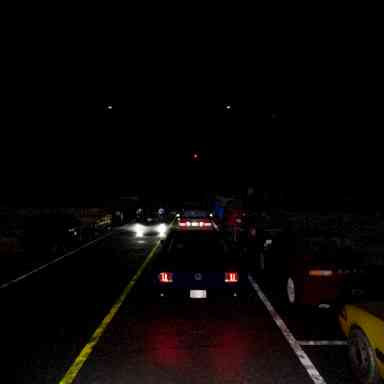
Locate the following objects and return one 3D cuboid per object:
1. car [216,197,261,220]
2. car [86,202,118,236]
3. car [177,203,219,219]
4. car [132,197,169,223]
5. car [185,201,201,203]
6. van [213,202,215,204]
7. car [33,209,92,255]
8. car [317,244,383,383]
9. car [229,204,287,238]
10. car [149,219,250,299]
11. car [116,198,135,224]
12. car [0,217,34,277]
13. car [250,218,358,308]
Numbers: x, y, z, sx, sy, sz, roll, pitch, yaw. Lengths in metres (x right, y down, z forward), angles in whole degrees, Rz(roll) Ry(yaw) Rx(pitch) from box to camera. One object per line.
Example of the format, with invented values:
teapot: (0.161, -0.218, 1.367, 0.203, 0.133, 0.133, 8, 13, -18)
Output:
car: (2.806, 1.316, 18.665, 2.192, 1.841, 5.009, 0, 0, 0)
car: (-5.720, 1.527, 18.516, 1.752, 1.417, 4.829, 0, 0, 0)
car: (0.141, 1.549, 17.972, 2.033, 1.411, 5.357, 0, 0, 0)
car: (-2.954, 1.354, 25.475, 2.097, 1.767, 4.553, 0, 0, 1)
car: (0.065, 1.481, 27.799, 1.882, 1.535, 5.008, 0, 0, 0)
van: (2.833, 1.345, 29.540, 1.690, 1.788, 3.998, 0, 0, 0)
car: (-5.733, 1.566, 13.249, 1.947, 1.339, 4.313, 0, 0, 0)
car: (2.766, 1.525, 2.522, 1.752, 1.417, 4.829, 0, 0, 0)
car: (2.792, 1.441, 13.227, 1.967, 1.590, 4.097, 0, 0, 0)
car: (0.121, 1.601, 8.381, 1.895, 1.301, 4.718, 0, 0, 0)
car: (-5.706, 1.443, 24.124, 1.967, 1.590, 4.097, 0, 0, 0)
car: (-5.747, 1.525, 7.641, 1.752, 1.417, 4.829, 0, 0, 0)
car: (2.779, 1.545, 7.790, 1.887, 1.381, 4.507, 0, 0, 0)
